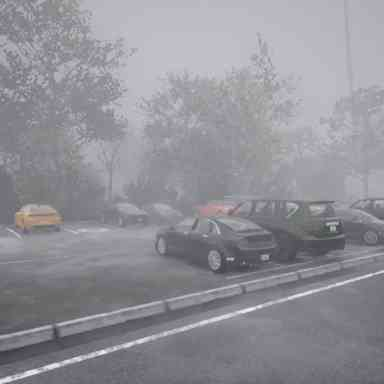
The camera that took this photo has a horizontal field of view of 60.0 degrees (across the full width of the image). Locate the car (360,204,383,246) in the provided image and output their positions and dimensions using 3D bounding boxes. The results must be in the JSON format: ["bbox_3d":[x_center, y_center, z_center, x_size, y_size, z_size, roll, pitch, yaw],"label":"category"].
[{"bbox_3d":[7.384,1.514,15.699,2.231,1.521,4.892,1,0,-35],"label":"car"}]

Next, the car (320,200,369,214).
[{"bbox_3d":[17.896,1.738,39.299,2.163,1.488,4.792,1,0,-36],"label":"car"}]

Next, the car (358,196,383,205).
[{"bbox_3d":[9.657,1.283,17.346,2.435,2.045,5.566,1,0,-35],"label":"car"}]

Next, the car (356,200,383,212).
[{"bbox_3d":[24.611,1.833,44.058,2.002,1.452,4.674,1,0,-36],"label":"car"}]

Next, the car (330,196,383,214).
[{"bbox_3d":[20.196,1.484,40.872,2.435,2.045,5.566,1,0,-36],"label":"car"}]

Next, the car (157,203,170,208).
[{"bbox_3d":[-2.489,1.537,24.721,2.002,1.452,4.674,0,0,-35],"label":"car"}]

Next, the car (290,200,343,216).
[{"bbox_3d":[13.385,1.658,36.033,2.097,1.535,5.008,1,0,-36],"label":"car"}]

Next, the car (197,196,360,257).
[{"bbox_3d":[2.807,1.232,12.467,2.435,2.045,5.566,0,0,-35],"label":"car"}]

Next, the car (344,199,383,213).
[{"bbox_3d":[22.448,1.765,42.510,2.097,1.535,5.008,1,0,-36],"label":"car"}]

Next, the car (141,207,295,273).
[{"bbox_3d":[0.544,1.474,10.814,2.231,1.521,4.892,0,0,-35],"label":"car"}]

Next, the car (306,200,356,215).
[{"bbox_3d":[15.664,1.713,37.633,2.163,1.488,4.792,1,0,-36],"label":"car"}]

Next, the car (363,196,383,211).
[{"bbox_3d":[26.994,1.576,45.729,2.435,2.045,5.566,1,-1,-36],"label":"car"}]

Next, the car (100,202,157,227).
[{"bbox_3d":[-4.760,1.482,23.107,2.097,1.535,5.008,0,0,-35],"label":"car"}]

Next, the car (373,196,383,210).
[{"bbox_3d":[29.159,1.609,47.277,2.435,2.045,5.566,1,-1,-36],"label":"car"}]

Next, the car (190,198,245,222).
[{"bbox_3d":[2.067,1.409,27.925,2.185,1.767,4.553,1,0,-35],"label":"car"}]

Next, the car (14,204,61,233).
[{"bbox_3d":[-9.291,1.465,19.870,2.097,1.535,5.008,0,0,-35],"label":"car"}]

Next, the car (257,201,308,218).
[{"bbox_3d":[8.849,1.647,32.798,2.002,1.452,4.674,1,0,-36],"label":"car"}]

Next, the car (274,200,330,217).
[{"bbox_3d":[11.222,1.629,34.267,1.946,1.575,5.366,1,0,-36],"label":"car"}]

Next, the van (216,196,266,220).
[{"bbox_3d":[4.246,1.331,29.659,1.878,1.987,4.442,1,0,-35],"label":"van"}]
